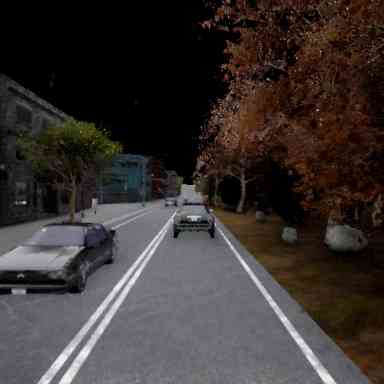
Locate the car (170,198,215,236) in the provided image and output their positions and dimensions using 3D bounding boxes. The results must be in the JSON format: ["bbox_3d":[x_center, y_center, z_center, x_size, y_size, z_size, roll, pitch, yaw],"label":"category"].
[{"bbox_3d":[0.103,1.356,18.395,2.097,1.767,4.553,0,0,0],"label":"car"}]

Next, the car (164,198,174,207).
[{"bbox_3d":[-3.239,1.621,52.161,2.128,1.511,4.902,0,0,1],"label":"car"}]

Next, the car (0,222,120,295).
[{"bbox_3d":[-3.350,1.549,9.101,2.033,1.411,5.357,0,0,0],"label":"car"}]
